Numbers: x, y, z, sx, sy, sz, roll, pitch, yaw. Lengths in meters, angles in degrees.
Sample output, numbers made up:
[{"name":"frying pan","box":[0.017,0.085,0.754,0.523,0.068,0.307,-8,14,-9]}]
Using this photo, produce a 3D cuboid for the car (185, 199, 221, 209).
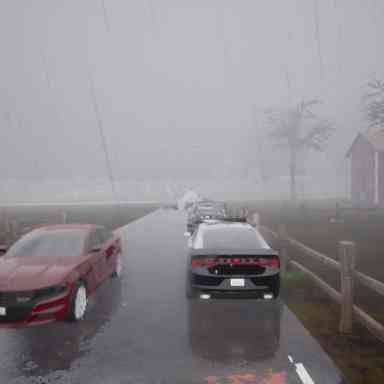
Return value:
[{"name":"car","box":[0.809,1.394,18.453,2.097,1.767,4.553,0,0,0]}]

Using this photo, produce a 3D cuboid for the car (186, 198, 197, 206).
[{"name":"car","box":[-0.046,1.837,59.519,1.895,1.301,4.718,0,0,0]}]

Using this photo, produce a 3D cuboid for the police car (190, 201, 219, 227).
[{"name":"police car","box":[0.806,1.502,24.595,1.930,1.638,5.238,0,0,0]}]

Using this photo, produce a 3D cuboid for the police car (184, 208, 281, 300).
[{"name":"police car","box":[0.818,1.432,8.587,1.930,1.638,5.238,0,0,0]}]

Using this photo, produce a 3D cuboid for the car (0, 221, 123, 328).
[{"name":"car","box":[-2.856,1.482,7.381,1.882,1.535,5.008,0,0,0]}]

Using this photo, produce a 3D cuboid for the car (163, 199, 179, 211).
[{"name":"car","box":[-2.785,1.655,43.815,1.882,1.535,5.008,0,0,0]}]
